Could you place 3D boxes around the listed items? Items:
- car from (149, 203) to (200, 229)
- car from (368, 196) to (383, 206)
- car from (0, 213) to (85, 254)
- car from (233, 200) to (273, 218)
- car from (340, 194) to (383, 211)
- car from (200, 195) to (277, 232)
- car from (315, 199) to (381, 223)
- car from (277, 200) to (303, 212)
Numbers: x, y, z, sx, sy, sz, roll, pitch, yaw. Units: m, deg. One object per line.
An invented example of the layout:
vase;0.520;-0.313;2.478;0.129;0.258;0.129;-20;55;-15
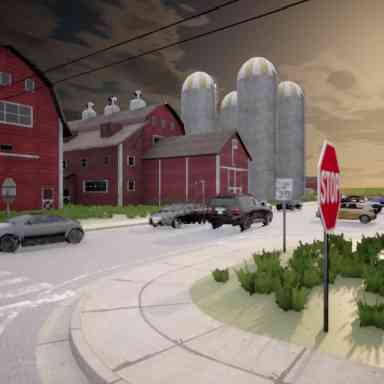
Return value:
car;-0.743;1.491;21.635;2.128;1.511;4.902;0;0;35
car;32.621;1.480;56.310;4.611;1.667;2.242;0;0;35
car;-6.593;1.563;13.688;1.994;1.385;4.181;0;0;40
car;5.833;1.504;31.175;1.837;1.490;4.892;0;0;35
car;18.779;1.313;36.452;3.866;1.878;1.905;0;0;35
car;3.076;1.221;20.628;2.150;2.045;5.566;0;0;34
car;11.535;1.505;25.066;4.193;1.474;1.816;0;0;35
car;11.505;1.600;39.371;1.895;1.301;4.718;0;0;35
